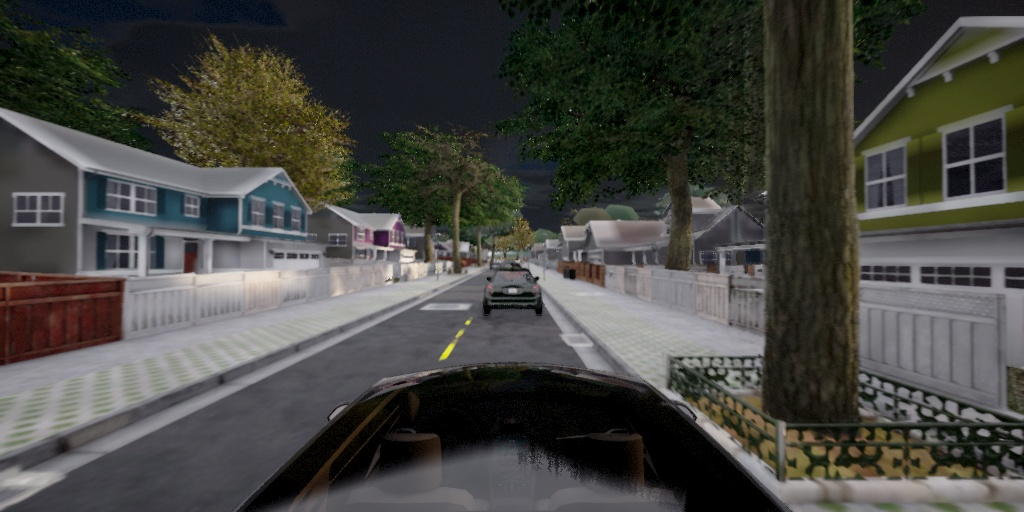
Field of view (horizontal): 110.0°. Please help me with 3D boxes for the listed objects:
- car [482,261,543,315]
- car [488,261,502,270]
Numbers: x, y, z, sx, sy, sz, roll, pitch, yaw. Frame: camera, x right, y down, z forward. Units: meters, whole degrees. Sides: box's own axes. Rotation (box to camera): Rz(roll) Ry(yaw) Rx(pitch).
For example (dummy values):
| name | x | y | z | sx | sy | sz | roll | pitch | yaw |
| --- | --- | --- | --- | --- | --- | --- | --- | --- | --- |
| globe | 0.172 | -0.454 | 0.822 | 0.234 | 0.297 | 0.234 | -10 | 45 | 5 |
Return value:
| name | x | y | z | sx | sy | sz | roll | pitch | yaw |
| --- | --- | --- | --- | --- | --- | --- | --- | --- | --- |
| car | 0.042 | 1.206 | 14.182 | 2.097 | 1.767 | 4.553 | 0 | 0 | 0 |
| car | -2.806 | 1.561 | 60.680 | 2.128 | 1.511 | 4.902 | 0 | 0 | 1 |
